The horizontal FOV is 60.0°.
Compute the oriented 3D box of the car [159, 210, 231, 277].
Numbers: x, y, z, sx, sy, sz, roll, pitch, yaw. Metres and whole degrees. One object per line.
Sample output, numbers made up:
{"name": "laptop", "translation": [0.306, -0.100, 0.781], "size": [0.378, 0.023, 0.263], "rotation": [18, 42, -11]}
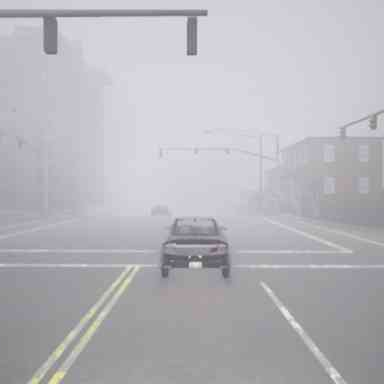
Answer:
{"name": "car", "translation": [0.090, 1.526, 10.304], "size": [2.128, 1.511, 4.902], "rotation": [0, 0, 0]}

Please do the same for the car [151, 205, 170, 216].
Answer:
{"name": "car", "translation": [-3.605, 2.155, 38.807], "size": [1.994, 1.385, 4.181], "rotation": [0, -5, 0]}

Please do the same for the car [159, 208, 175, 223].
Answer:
{"name": "car", "translation": [-3.605, 3.430, 47.940], "size": [1.882, 1.535, 5.008], "rotation": [0, -12, 0]}
